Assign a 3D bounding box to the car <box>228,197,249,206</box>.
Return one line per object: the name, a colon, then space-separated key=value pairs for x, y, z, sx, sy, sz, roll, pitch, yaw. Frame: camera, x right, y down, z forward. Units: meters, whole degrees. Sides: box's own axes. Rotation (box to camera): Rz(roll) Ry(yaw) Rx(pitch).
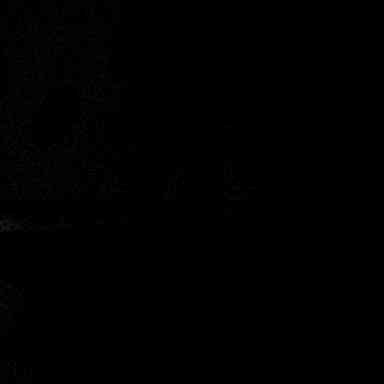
car: x=7.248 y=1.415 z=51.644 sx=1.994 sy=1.385 sz=4.181 roll=1 pitch=0 yaw=36
